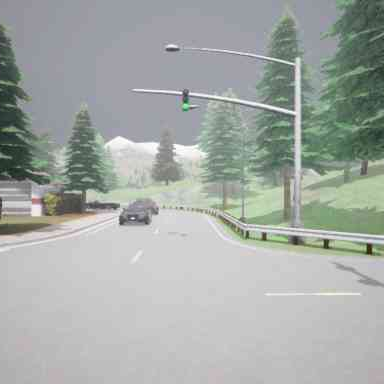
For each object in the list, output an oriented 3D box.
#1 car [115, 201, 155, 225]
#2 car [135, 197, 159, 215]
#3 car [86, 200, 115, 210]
[{"bbox_3d":[-3.992,1.564,24.010,1.994,1.385,4.181,0,0,-2],"label":"car"},{"bbox_3d":[-4.828,1.352,33.800,2.097,1.767,4.553,0,0,-19],"label":"car"},{"bbox_3d":[-11.403,1.608,41.538,4.718,1.301,1.895,0,0,14],"label":"car"}]
